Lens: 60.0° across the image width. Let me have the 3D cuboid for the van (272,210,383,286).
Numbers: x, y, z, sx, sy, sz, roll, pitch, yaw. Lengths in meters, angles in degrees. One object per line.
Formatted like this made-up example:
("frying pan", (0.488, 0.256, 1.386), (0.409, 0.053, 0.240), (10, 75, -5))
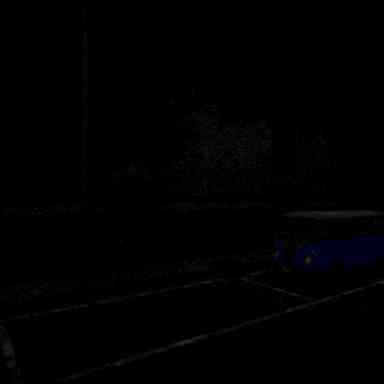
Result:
("van", (4.023, 1.422, 9.402), (3.998, 1.788, 1.690), (1, -1, -35))
